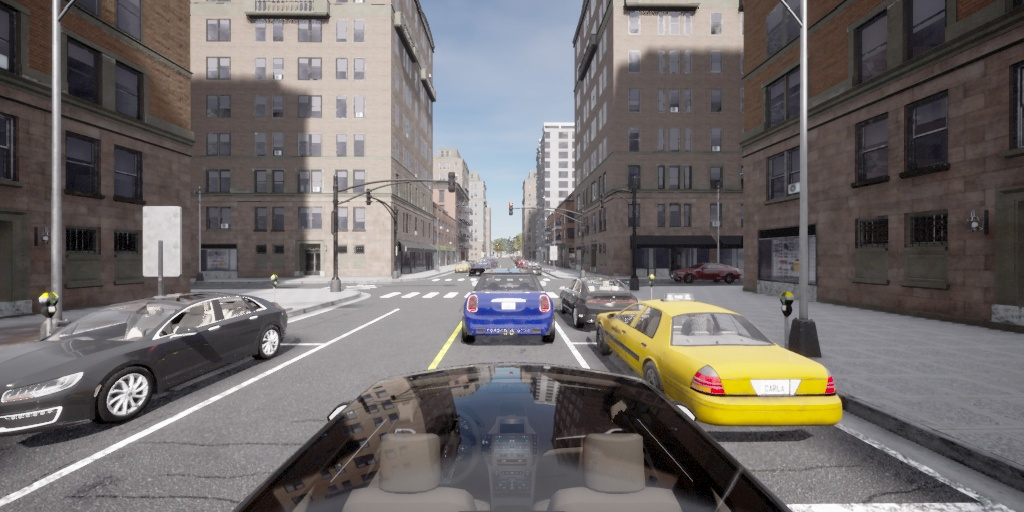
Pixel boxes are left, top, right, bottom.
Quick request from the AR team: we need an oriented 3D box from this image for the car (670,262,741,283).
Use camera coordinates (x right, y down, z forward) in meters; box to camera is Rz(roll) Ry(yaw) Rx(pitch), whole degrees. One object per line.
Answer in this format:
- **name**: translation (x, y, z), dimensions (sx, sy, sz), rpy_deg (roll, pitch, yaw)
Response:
- **car**: translation (13.930, 1.186, 25.907), dimensions (4.674, 1.442, 1.812), rpy_deg (0, 0, 1)

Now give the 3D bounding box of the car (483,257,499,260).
- **car**: translation (-3.497, 1.308, 56.270), dimensions (1.994, 1.385, 4.181), rpy_deg (0, 0, -1)

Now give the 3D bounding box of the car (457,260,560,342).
- **car**: translation (-0.085, 1.102, 9.885), dimensions (2.097, 1.767, 4.553), rpy_deg (0, 0, 0)

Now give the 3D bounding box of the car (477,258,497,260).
- **car**: translation (-3.381, 1.294, 46.264), dimensions (2.033, 1.411, 5.357), rpy_deg (0, 0, 0)

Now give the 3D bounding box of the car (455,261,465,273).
- **car**: translation (-5.889, 1.272, 43.415), dimensions (1.751, 1.417, 4.829), rpy_deg (0, 0, -1)

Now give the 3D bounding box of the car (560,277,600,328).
- **car**: translation (2.533, 1.300, 11.130), dimensions (2.007, 1.370, 4.403), rpy_deg (0, 0, -1)

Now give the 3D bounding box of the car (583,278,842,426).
- **car**: translation (2.602, 1.275, 5.894), dimensions (1.751, 1.417, 4.829), rpy_deg (0, 0, -1)

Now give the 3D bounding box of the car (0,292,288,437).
- **car**: translation (-5.429, 1.300, 5.625), dimensions (2.007, 1.370, 4.403), rpy_deg (0, 0, -1)

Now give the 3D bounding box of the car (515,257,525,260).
- **car**: translation (1.925, 1.182, 60.729), dimensions (1.967, 1.591, 4.097), rpy_deg (0, 0, -1)
